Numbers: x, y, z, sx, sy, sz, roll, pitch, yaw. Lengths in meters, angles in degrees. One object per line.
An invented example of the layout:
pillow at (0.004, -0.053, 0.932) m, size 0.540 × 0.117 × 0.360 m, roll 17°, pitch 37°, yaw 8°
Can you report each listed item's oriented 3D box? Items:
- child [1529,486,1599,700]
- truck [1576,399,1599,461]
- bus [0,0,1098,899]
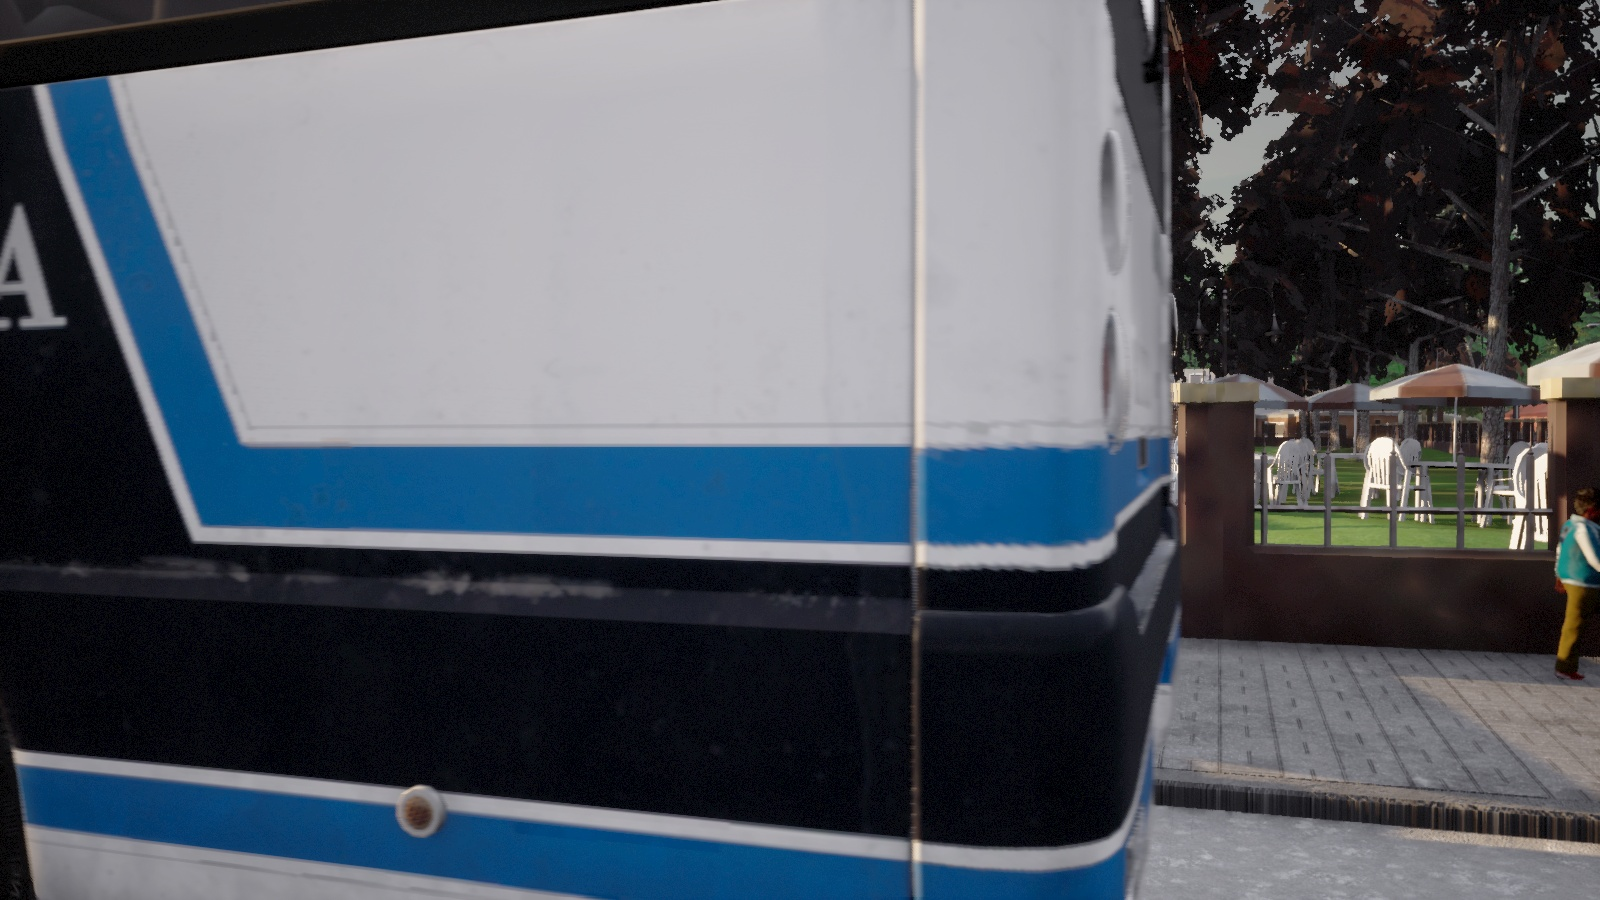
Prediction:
child at (4.521, 0.816, 7.296) m, size 0.448 × 1.192 × 0.343 m, roll 1°, pitch 1°, yaw 24°
truck at (47.422, -1.151, 72.875) m, size 2.891 × 3.462 × 7.936 m, roll 1°, pitch 1°, yaw 23°
bus at (-4.238, -0.646, 5.103) m, size 10.273 × 4.253 × 3.944 m, roll 0°, pitch 1°, yaw 19°
